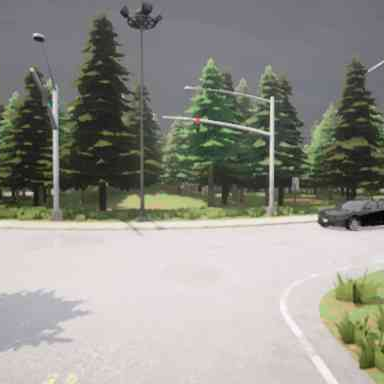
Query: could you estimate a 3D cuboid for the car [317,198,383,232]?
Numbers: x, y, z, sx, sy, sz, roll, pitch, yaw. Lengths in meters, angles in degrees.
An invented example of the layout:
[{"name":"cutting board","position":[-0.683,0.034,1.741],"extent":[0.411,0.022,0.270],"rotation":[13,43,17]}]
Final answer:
[{"name":"car","position":[8.900,1.114,17.527],"extent":[5.008,1.535,1.882],"rotation":[-1,2,-24]}]
